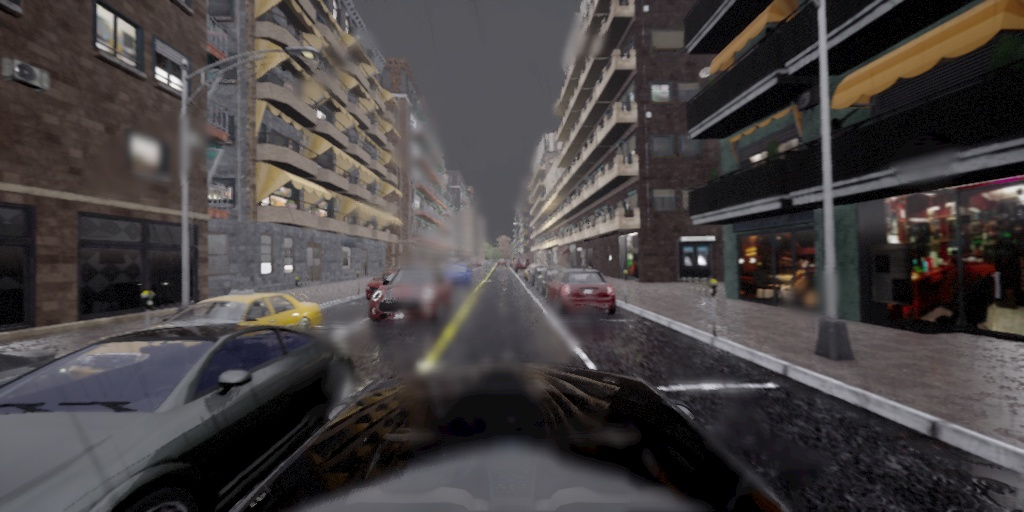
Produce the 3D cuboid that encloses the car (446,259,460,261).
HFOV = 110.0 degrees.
[{"bbox_3d":[-6.799,1.288,41.027,2.192,1.841,5.009,0,0,-2],"label":"car"}]

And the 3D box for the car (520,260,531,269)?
[{"bbox_3d":[1.907,1.308,30.284,1.751,1.417,4.829,0,0,-2],"label":"car"}]

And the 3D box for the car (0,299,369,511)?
[{"bbox_3d":[-3.089,1.379,3.231,1.994,1.385,4.181,-1,0,-2],"label":"car"}]

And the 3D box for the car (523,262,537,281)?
[{"bbox_3d":[2.079,1.317,24.549,2.007,1.370,4.403,0,0,-2],"label":"car"}]

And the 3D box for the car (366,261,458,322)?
[{"bbox_3d":[-3.378,1.194,12.835,2.097,1.767,4.553,-1,0,-2],"label":"car"}]

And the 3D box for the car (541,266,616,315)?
[{"bbox_3d":[2.413,1.174,13.419,1.967,1.591,4.097,0,0,-2],"label":"car"}]

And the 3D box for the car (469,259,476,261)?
[{"bbox_3d":[-7.300,1.592,57.723,1.948,1.339,4.313,0,0,-2],"label":"car"}]

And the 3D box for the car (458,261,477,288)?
[{"bbox_3d":[-3.725,1.354,24.883,1.882,1.535,5.008,-1,0,-2],"label":"car"}]

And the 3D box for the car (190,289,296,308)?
[{"bbox_3d":[-5.792,1.401,7.465,1.751,1.417,4.829,0,0,-2],"label":"car"}]

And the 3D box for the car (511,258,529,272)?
[{"bbox_3d":[1.411,1.148,46.811,2.192,1.841,5.009,0,0,-2],"label":"car"}]

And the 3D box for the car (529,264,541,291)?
[{"bbox_3d":[2.246,1.301,18.984,2.007,1.370,4.403,0,0,-2],"label":"car"}]
